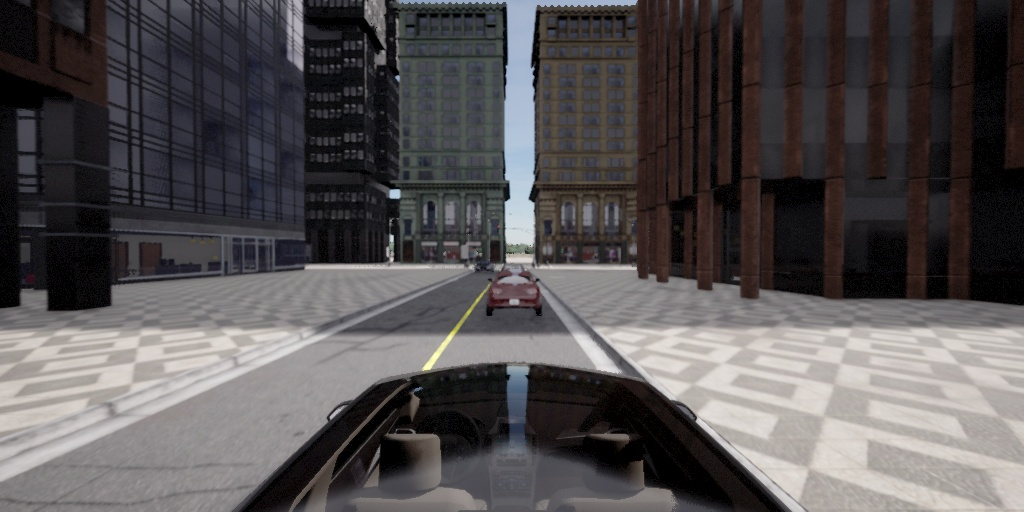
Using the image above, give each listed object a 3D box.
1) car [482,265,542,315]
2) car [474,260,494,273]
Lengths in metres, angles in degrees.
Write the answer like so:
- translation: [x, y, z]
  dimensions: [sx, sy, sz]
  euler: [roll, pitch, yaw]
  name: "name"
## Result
- translation: [0.072, 1.223, 13.098]
  dimensions: [1.812, 1.442, 4.674]
  euler: [0, 0, 0]
  name: "car"
- translation: [-3.061, 1.154, 40.419]
  dimensions: [1.994, 1.385, 4.181]
  euler: [0, 0, 0]
  name: "car"
